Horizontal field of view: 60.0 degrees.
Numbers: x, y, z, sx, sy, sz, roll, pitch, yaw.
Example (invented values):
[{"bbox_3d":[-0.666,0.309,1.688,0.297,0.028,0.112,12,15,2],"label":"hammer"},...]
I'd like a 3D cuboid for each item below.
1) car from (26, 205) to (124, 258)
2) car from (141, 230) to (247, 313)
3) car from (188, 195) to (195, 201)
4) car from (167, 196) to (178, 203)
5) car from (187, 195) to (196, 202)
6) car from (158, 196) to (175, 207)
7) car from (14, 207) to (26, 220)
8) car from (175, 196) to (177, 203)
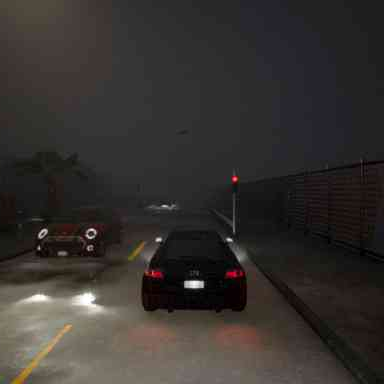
[{"bbox_3d":[-4.055,1.352,12.702,2.097,1.767,4.553,0,0,0],"label":"car"},{"bbox_3d":[0.049,1.564,7.746,1.994,1.385,4.181,0,0,0],"label":"car"},{"bbox_3d":[-0.162,1.524,85.717,1.812,1.442,4.674,0,0,0],"label":"car"},{"bbox_3d":[-4.134,1.540,71.354,2.033,1.411,5.357,0,0,0],"label":"car"},{"bbox_3d":[-0.141,1.524,75.476,1.812,1.442,4.674,0,0,0],"label":"car"},{"bbox_3d":[-4.189,1.478,51.780,1.882,1.535,5.008,0,0,0],"label":"car"},{"bbox_3d":[-15.422,1.526,26.581,4.674,1.442,1.812,0,0,0],"label":"car"},{"bbox_3d":[-4.179,1.491,61.045,2.128,1.511,4.902,0,0,0],"label":"car"}]
